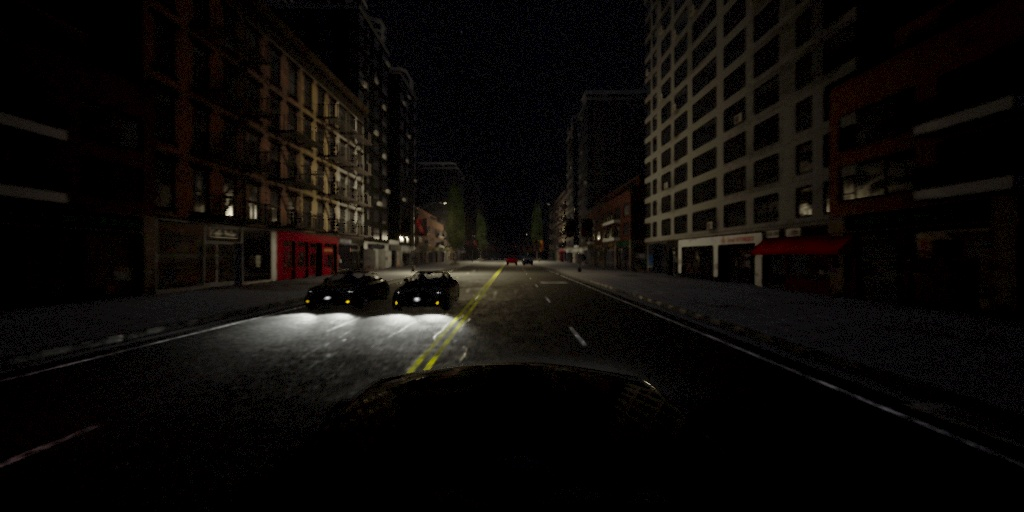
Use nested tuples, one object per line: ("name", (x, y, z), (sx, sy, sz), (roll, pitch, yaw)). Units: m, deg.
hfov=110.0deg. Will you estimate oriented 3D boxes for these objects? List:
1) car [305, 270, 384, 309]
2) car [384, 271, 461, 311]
("car", (-6.504, 1.289, 14.627), (1.994, 1.385, 4.181), (0, 0, 0))
("car", (-3.257, 1.290, 14.279), (1.994, 1.385, 4.181), (0, 0, 0))
